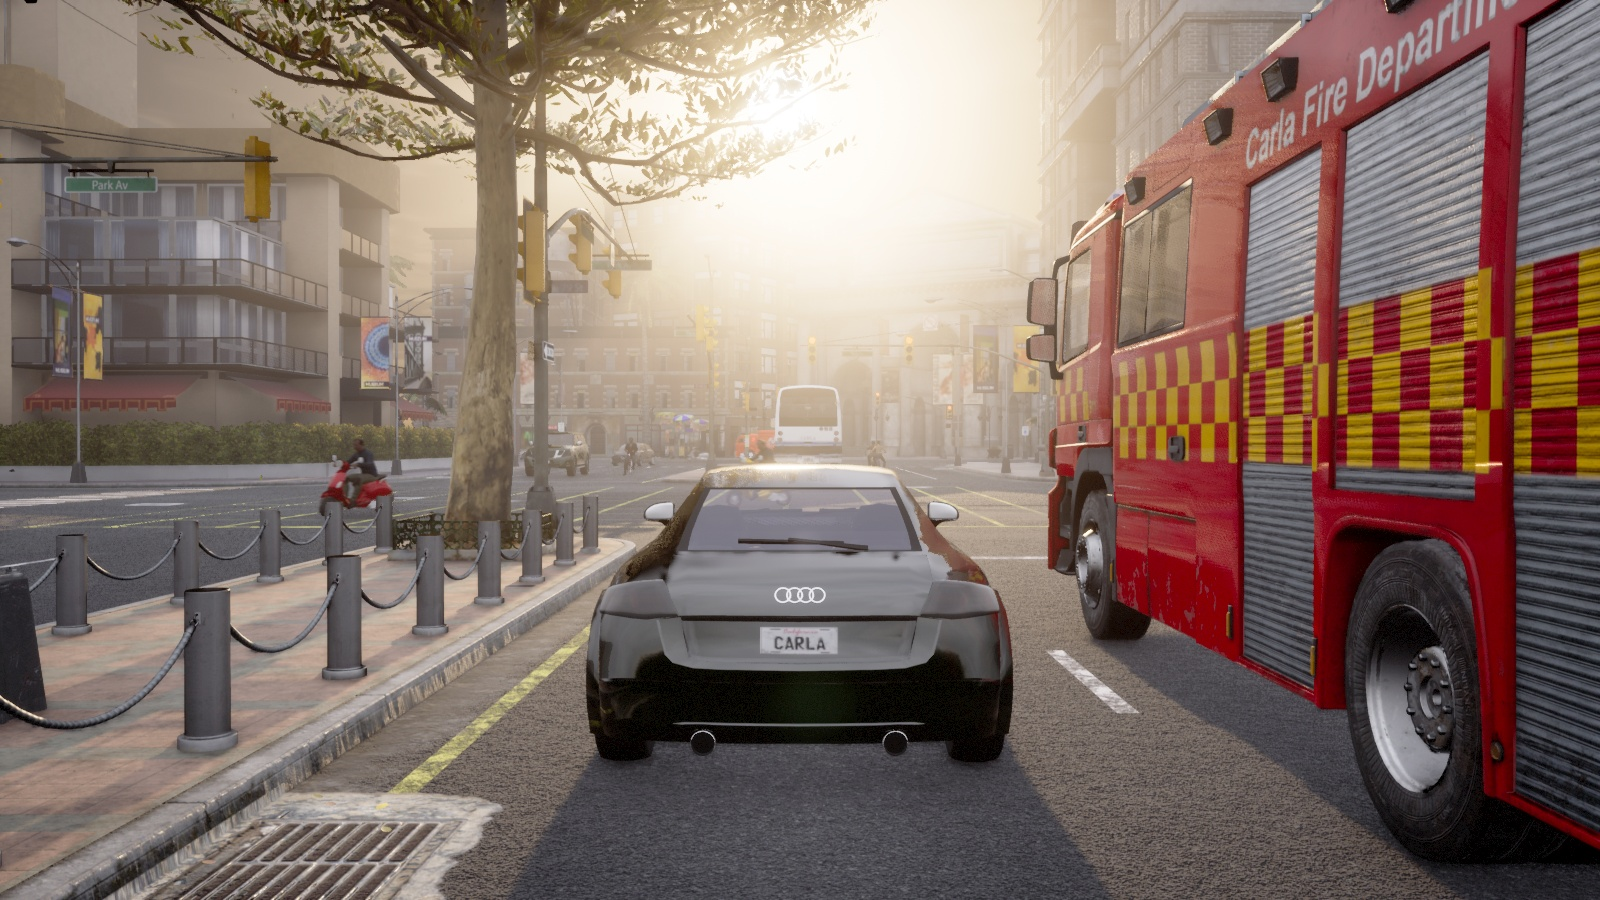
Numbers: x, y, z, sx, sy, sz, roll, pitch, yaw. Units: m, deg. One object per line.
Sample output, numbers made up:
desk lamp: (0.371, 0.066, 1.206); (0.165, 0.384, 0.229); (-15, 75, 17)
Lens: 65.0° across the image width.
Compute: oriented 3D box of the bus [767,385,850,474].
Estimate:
bus: (0.433, -0.997, 65.120); (3.944, 4.253, 10.273); (0, 0, 0)

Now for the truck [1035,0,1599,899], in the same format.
truck: (3.562, -0.456, 7.201); (2.891, 3.827, 8.468); (0, 0, 0)

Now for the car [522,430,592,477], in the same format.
car: (-11.115, 0.130, 57.873); (2.150, 2.045, 5.566); (0, 0, 0)

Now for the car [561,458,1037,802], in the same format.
car: (0.005, 0.769, 7.352); (1.994, 1.385, 4.181); (0, 0, 0)

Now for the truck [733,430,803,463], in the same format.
truck: (-2.425, -0.284, 95.903); (5.204, 2.467, 2.627); (0, 0, 1)

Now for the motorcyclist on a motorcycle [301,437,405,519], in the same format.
motorcyclist on a motorcycle: (-9.086, 0.548, 25.581); (0.866, 1.590, 1.817); (2, 1, 33)

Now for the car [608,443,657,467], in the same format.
car: (-10.826, 0.283, 81.468); (1.837, 1.490, 4.892); (0, 0, 9)
